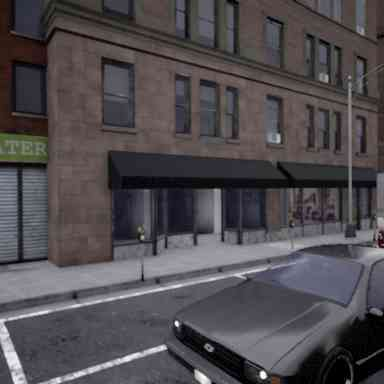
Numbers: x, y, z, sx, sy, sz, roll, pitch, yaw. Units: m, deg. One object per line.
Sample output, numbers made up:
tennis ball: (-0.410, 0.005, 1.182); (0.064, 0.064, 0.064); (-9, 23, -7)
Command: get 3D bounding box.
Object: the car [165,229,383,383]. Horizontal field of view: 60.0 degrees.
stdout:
car: (2.287, 1.551, 4.978); (5.357, 1.411, 2.033); (0, 0, -35)
